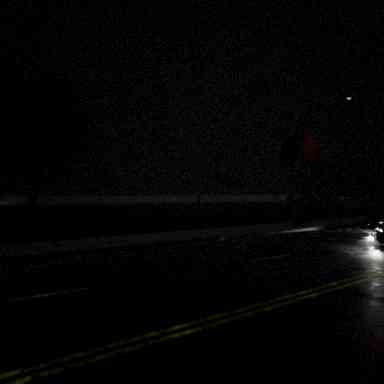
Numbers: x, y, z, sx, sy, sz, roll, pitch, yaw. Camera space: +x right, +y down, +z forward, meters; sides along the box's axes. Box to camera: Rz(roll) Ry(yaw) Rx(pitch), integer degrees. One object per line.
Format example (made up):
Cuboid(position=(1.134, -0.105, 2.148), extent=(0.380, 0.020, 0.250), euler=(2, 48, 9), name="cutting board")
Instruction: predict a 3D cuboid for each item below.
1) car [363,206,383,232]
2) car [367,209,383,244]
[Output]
Cuboid(position=(12.766, 1.620, 20.766), extent=(4.181, 1.385, 1.994), euler=(0, 0, -35), name="car")
Cuboid(position=(10.095, 1.547, 14.870), extent=(4.892, 1.490, 1.837), euler=(0, 0, -35), name="car")
